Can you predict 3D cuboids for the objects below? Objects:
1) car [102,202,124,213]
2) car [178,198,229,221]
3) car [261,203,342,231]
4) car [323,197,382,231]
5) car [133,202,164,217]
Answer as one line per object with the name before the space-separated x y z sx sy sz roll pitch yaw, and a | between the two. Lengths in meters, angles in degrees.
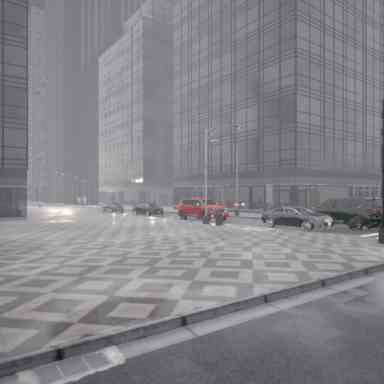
car | -11.172 2.170 46.778 1.837 1.490 4.892 0 -1 -35
car | 0.884 1.568 30.059 2.150 2.045 5.566 0 -1 -37
car | 6.793 1.683 21.924 2.128 1.511 4.902 0 -1 -36
car | 9.964 1.393 22.254 2.150 2.045 5.566 -1 0 -35
car | -5.087 1.980 38.311 1.882 1.535 5.008 0 -1 -36
